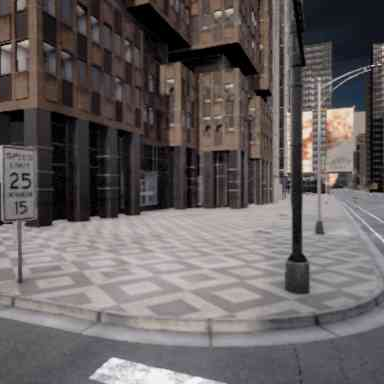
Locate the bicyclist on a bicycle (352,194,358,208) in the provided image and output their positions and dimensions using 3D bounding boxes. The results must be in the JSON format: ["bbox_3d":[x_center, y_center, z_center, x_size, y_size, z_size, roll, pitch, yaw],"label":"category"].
[{"bbox_3d":[19.789,1.157,40.377,0.659,1.776,1.843,0,0,23],"label":"bicyclist on a bicycle"}]
